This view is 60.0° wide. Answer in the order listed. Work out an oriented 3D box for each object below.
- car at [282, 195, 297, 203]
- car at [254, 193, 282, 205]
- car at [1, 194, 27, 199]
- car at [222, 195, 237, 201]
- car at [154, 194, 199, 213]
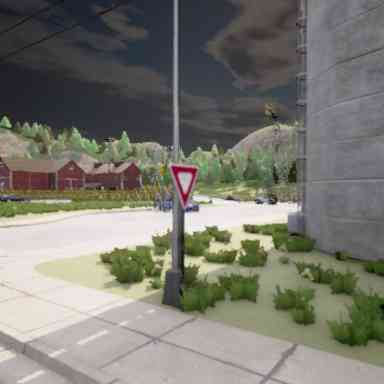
[{"bbox_3d":[19.772,1.367,67.219,4.193,1.474,1.816,0,0,35],"label":"car"},{"bbox_3d":[12.503,1.179,55.850,3.866,1.878,1.905,0,0,35],"label":"car"},{"bbox_3d":[-30.386,1.171,57.042,1.837,1.490,4.892,0,0,35],"label":"car"},{"bbox_3d":[8.550,1.306,73.623,3.905,1.438,1.784,0,0,35],"label":"car"},{"bbox_3d":[-1.386,1.349,36.024,4.611,1.667,2.242,0,0,35],"label":"car"}]
